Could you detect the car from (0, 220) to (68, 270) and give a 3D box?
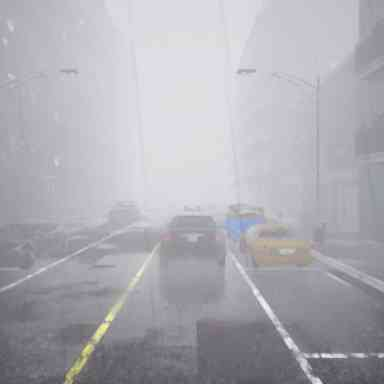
[{"bbox_3d":[-5.709,1.689,11.456,1.947,1.339,4.313,-1,-1,0],"label":"car"}]

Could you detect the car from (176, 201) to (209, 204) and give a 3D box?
[{"bbox_3d":[0.028,1.787,27.309,2.128,1.511,4.902,0,-1,0],"label":"car"}]

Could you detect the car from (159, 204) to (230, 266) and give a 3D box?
[{"bbox_3d":[0.037,1.483,12.210,2.097,1.767,4.553,0,-1,0],"label":"car"}]

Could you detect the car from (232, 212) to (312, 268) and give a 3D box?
[{"bbox_3d":[2.671,1.650,11.628,1.752,1.417,4.829,-1,-1,0],"label":"car"}]

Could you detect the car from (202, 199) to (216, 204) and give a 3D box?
[{"bbox_3d":[2.649,2.049,45.564,2.008,1.369,4.403,-1,-1,0],"label":"car"}]

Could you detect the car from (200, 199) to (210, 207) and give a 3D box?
[{"bbox_3d":[2.633,2.197,68.303,1.967,1.590,4.097,-1,-1,0],"label":"car"}]

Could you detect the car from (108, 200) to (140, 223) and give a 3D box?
[{"bbox_3d":[-5.724,1.624,28.512,2.192,1.841,5.009,-1,-1,0],"label":"car"}]

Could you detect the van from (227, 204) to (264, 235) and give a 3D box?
[{"bbox_3d":[2.665,1.526,17.145,1.690,1.788,3.998,-1,-1,0],"label":"van"}]

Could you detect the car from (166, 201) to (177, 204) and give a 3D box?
[{"bbox_3d":[-3.115,2.101,52.355,1.812,1.442,4.674,0,-1,0],"label":"car"}]
